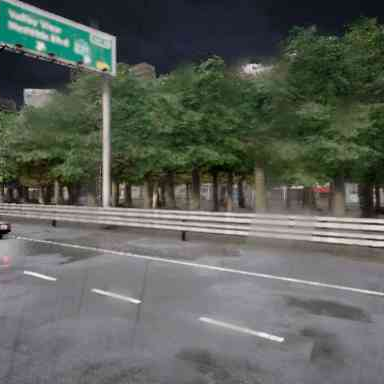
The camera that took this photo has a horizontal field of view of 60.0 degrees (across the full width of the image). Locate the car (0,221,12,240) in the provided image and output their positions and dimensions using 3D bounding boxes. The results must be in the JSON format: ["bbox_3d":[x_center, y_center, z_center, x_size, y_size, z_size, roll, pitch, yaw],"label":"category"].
[{"bbox_3d":[-10.585,1.600,15.715,4.718,1.301,1.895,0,0,35],"label":"car"}]
